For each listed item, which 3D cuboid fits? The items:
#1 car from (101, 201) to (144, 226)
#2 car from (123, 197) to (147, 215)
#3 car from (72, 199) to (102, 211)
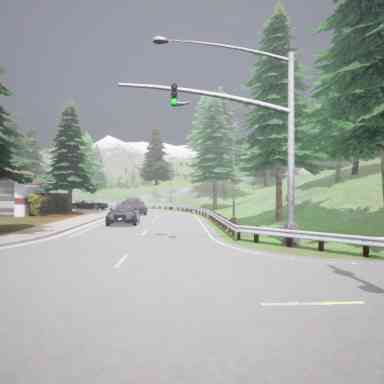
[{"bbox_3d":[-4.731,1.542,23.176,1.994,1.385,4.181,0,0,-4],"label":"car"},{"bbox_3d":[-5.854,1.321,32.937,2.097,1.767,4.553,0,0,-21],"label":"car"},{"bbox_3d":[-12.654,1.566,40.478,4.718,1.301,1.895,0,0,12],"label":"car"}]
